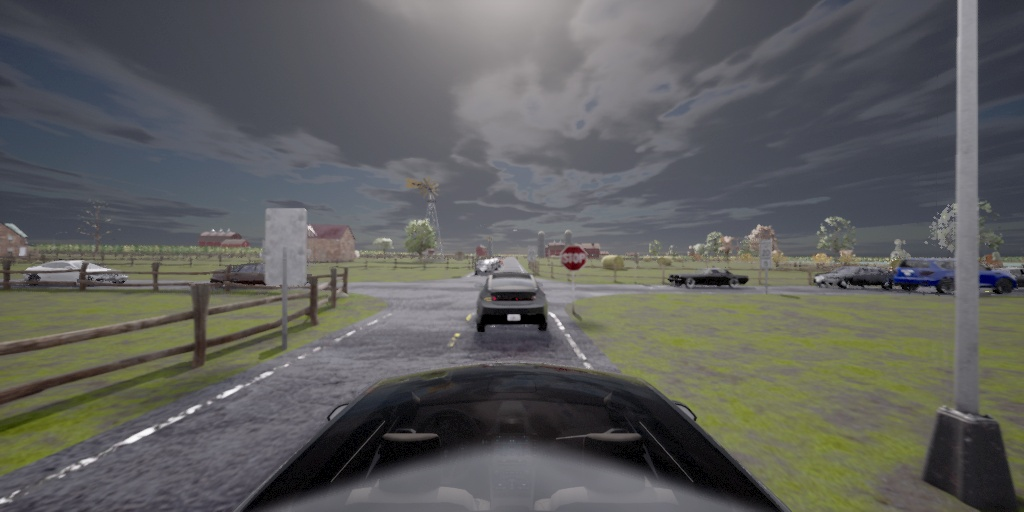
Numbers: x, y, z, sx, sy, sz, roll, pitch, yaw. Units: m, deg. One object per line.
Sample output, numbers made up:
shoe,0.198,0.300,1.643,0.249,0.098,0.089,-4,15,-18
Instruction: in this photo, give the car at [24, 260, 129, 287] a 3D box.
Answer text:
car,-25.100,0.978,20.716,4.674,1.442,1.812,1,0,-1

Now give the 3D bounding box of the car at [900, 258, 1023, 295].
car,26.253,1.176,21.414,5.566,2.045,2.150,1,0,-1

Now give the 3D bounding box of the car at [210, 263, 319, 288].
car,-14.306,1.110,20.863,5.357,1.411,2.033,1,0,-1

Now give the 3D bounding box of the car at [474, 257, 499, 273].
car,-2.845,1.159,37.546,2.128,1.511,4.902,0,0,0

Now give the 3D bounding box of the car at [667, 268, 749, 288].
car,13.062,1.456,24.147,4.718,1.301,1.895,1,0,-2

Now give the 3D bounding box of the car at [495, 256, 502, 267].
car,-2.832,1.134,47.647,2.128,1.511,4.902,0,0,0

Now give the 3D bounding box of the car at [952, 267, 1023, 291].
car,33.527,1.550,24.437,4.892,1.490,1.837,0,0,0

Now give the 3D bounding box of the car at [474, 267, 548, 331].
car,-0.071,1.232,10.863,1.837,1.490,4.892,0,-1,-3

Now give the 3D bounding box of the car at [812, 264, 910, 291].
car,23.213,1.442,24.309,4.902,1.511,2.128,1,0,-1

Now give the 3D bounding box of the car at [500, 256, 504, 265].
car,-2.788,1.107,57.815,2.128,1.511,4.902,0,0,1
